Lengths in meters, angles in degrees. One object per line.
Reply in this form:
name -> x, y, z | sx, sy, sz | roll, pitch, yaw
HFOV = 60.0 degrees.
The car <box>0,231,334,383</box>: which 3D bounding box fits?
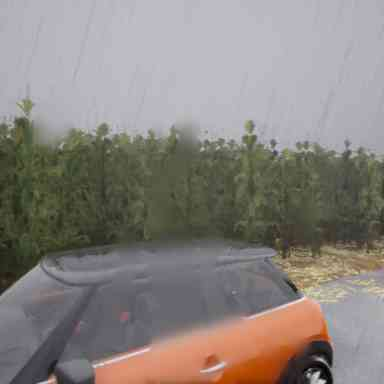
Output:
car -> -0.842, 1.322, 2.919 | 4.553, 1.767, 2.097 | 0, 1, -34
